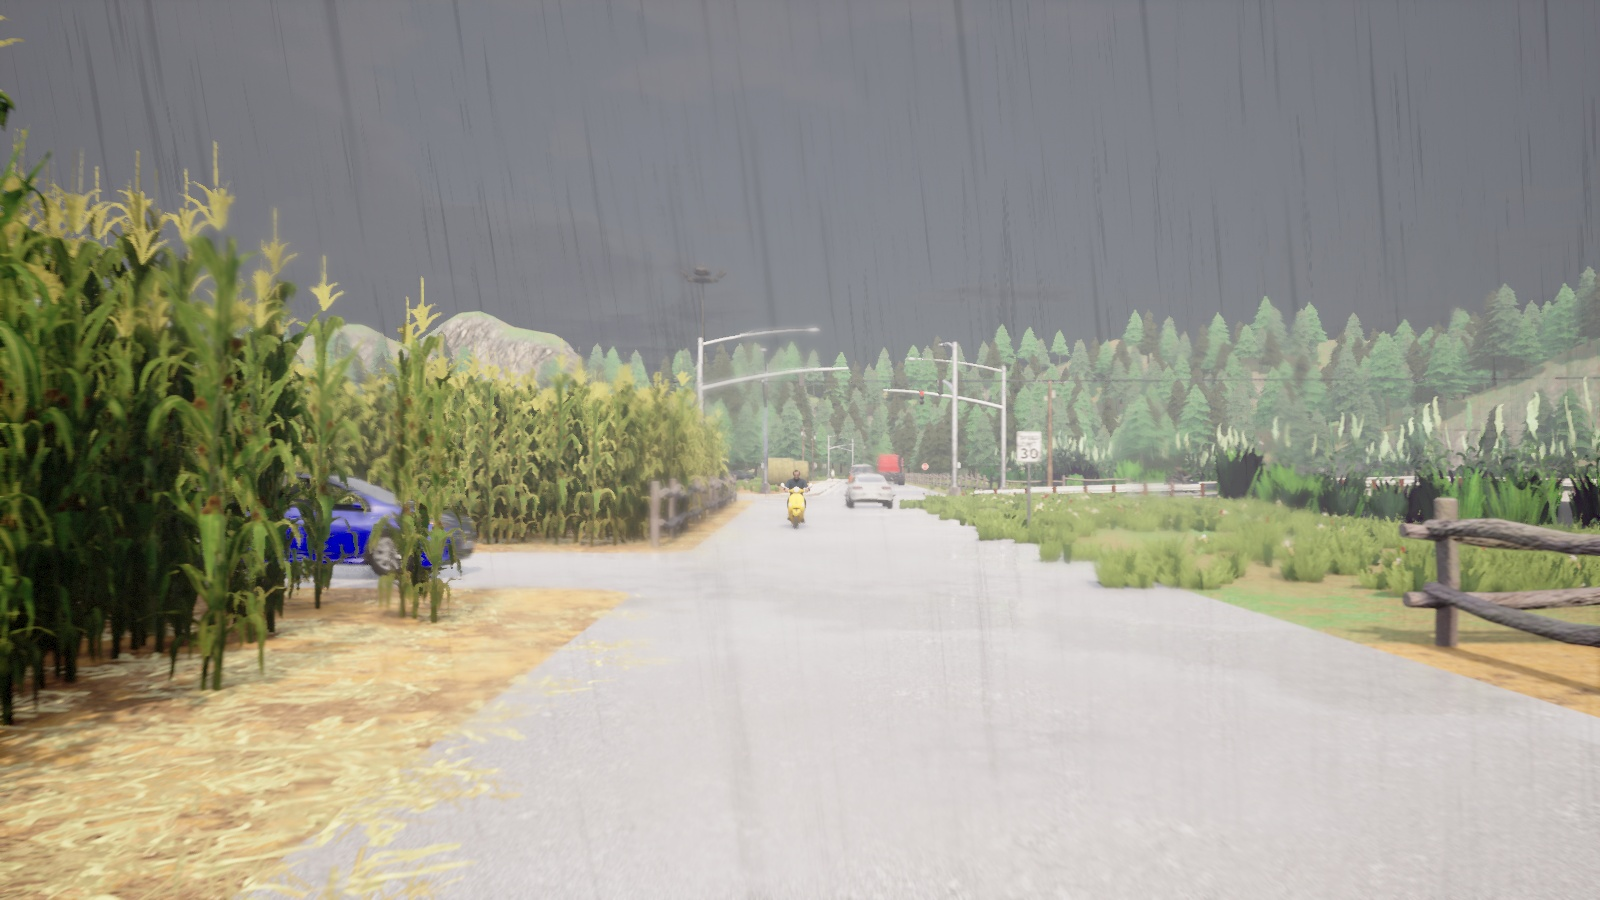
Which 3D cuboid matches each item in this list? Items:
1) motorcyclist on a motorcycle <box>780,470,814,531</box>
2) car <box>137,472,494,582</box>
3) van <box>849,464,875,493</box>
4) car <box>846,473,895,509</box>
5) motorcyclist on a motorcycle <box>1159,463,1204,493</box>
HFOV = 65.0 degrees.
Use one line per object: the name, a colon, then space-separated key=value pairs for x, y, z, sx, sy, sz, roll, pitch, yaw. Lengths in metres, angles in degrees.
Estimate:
motorcyclist on a motorcycle: x=-0.083 y=1.335 z=33.816 sx=0.866 sy=1.590 sz=1.817 roll=0 pitch=-1 yaw=0
car: x=-7.054 y=1.102 z=18.650 sx=4.514 sy=1.525 sz=2.007 roll=0 pitch=-1 yaw=0
van: x=4.307 y=1.975 z=87.227 sx=1.775 sy=1.987 sz=4.442 roll=0 pitch=-1 yaw=3
car: x=2.968 y=1.727 z=53.670 sx=1.812 sy=1.442 sz=4.674 roll=0 pitch=-1 yaw=0
motorcyclist on a motorcycle: x=21.349 y=1.571 z=70.321 sx=2.191 sy=1.530 sz=0.866 roll=-3 pitch=-1 yaw=5
